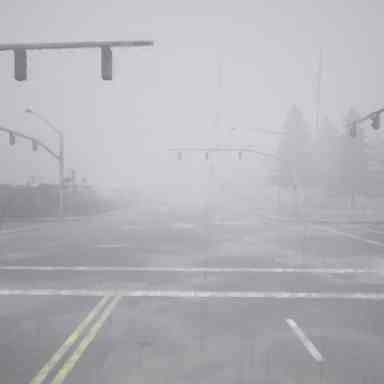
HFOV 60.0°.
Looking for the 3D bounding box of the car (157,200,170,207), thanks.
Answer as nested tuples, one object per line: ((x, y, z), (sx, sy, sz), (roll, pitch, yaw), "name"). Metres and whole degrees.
((-5.307, 2.135, 62.279), (1.994, 1.385, 4.181), (0, 0, 2), "car")
